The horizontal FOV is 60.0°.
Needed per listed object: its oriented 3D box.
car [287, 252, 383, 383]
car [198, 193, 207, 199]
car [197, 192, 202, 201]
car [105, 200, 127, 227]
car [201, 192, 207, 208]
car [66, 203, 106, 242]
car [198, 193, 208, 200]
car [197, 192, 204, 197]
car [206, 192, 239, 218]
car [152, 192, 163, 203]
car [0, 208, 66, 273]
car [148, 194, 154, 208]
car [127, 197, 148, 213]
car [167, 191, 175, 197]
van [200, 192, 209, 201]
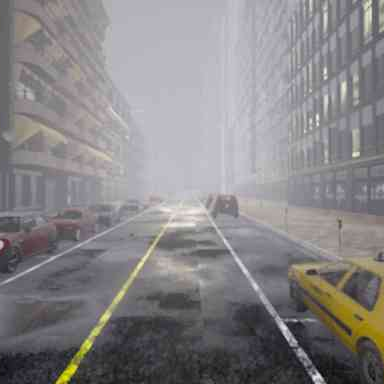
[{"bbox_3d":[2.687,1.488,4.716,1.752,1.417,4.829,1,0,0],"label":"car"},{"bbox_3d":[2.406,0.957,78.011,1.947,1.339,4.313,1,0,0],"label":"car"},{"bbox_3d":[2.473,0.968,61.056,1.967,1.590,4.097,1,0,0],"label":"car"},{"bbox_3d":[-5.758,1.408,21.469,1.947,1.339,4.313,1,0,0],"label":"car"},{"bbox_3d":[2.561,1.022,38.451,2.192,1.841,5.009,1,0,0],"label":"car"},{"bbox_3d":[-5.736,1.429,15.818,1.887,1.381,4.507,1,0,0],"label":"car"},{"bbox_3d":[2.427,1.003,72.360,1.947,1.339,4.313,1,0,0],"label":"car"},{"bbox_3d":[2.341,0.818,94.964,1.947,1.339,4.313,1,0,0],"label":"car"},{"bbox_3d":[2.604,1.109,27.149,2.192,1.841,5.009,1,0,0],"label":"car"},{"bbox_3d":[-5.884,0.893,55.374,2.192,1.841,5.009,1,0,0],"label":"car"},{"bbox_3d":[-5.713,1.367,10.165,1.967,1.590,4.097,1,0,0],"label":"car"},{"bbox_3d":[-5.821,1.238,38.252,1.752,1.417,4.829,1,0,0],"label":"car"},{"bbox_3d":[-5.801,1.300,32.772,1.887,1.381,4.507,1,0,0],"label":"car"},{"bbox_3d":[-6.035,0.572,94.932,2.192,1.841,5.009,1,0,0],"label":"car"},{"bbox_3d":[2.453,0.823,66.707,1.690,1.788,3.998,1,0,0],"label":"van"}]
